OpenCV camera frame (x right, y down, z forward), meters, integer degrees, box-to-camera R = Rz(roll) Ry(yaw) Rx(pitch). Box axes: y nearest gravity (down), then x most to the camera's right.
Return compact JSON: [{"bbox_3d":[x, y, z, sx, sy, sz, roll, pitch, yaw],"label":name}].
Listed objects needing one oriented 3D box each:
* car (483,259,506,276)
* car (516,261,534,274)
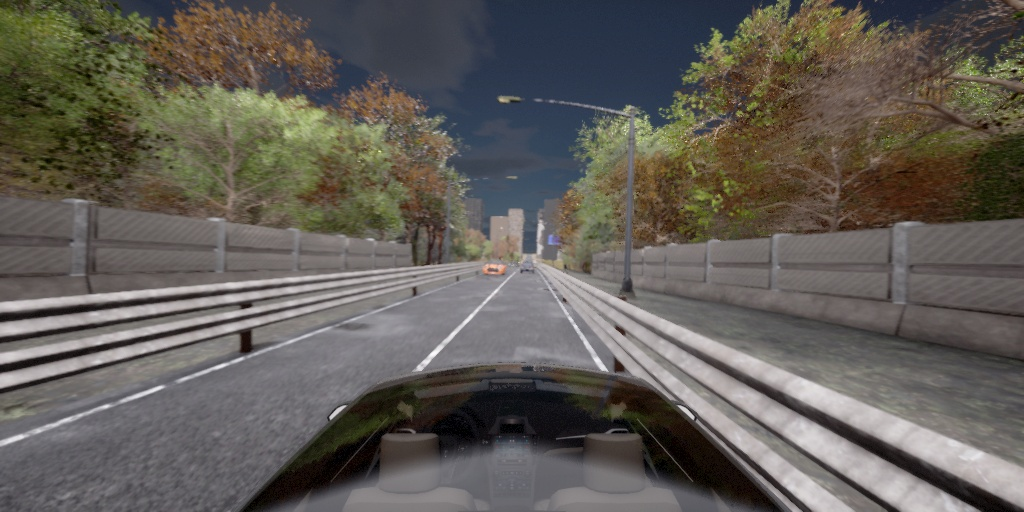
[{"bbox_3d":[-1.761,1.116,37.636,2.097,1.767,4.553,2,0,3],"label":"car"},{"bbox_3d":[1.964,1.489,45.928,2.033,1.411,5.357,2,0,3],"label":"car"}]
